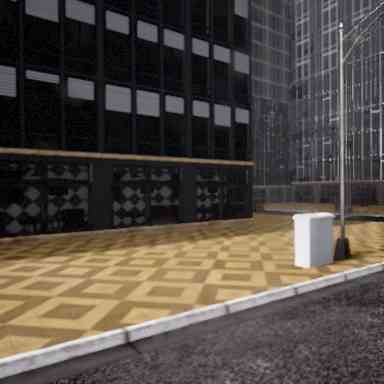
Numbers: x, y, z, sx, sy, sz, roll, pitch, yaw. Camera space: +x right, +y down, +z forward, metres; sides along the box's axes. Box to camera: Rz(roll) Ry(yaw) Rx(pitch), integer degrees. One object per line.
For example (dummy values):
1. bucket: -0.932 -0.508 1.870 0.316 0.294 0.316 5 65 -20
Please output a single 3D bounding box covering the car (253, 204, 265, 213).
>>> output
1. car: 5.919 1.661 37.539 1.895 1.301 4.718 -1 0 -35
